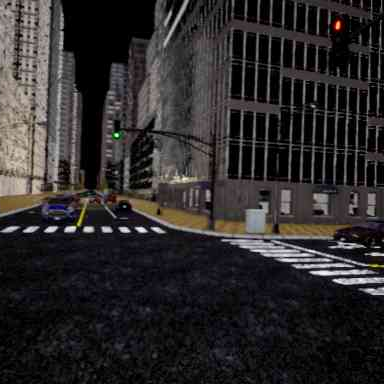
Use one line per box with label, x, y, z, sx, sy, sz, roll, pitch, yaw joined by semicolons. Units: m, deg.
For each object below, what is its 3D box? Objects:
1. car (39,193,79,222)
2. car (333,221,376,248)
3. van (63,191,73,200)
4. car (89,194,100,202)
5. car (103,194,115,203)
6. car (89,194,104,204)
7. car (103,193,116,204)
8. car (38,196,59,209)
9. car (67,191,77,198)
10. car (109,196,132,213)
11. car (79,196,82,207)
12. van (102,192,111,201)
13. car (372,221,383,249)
car;-9.625;1.149;24.283;2.097;1.767;4.553;2;0;-18
car;10.874;2.384;19.274;5.357;1.411;2.033;3;-1;-19
van;-26.314;0.753;70.513;1.690;1.788;3.998;2;0;-17
car;-19.121;1.159;65.151;1.837;1.490;4.892;2;0;-17
car;-15.563;1.215;62.233;1.967;1.590;4.097;2;0;-17
car;-16.086;1.323;55.446;1.895;1.301;4.718;2;0;-17
car;-13.948;1.124;56.946;2.192;1.841;5.009;2;0;-17
car;-16.658;1.196;38.785;1.802;1.307;4.206;2;0;-17
car;-31.145;0.624;86.375;2.192;1.841;5.009;2;0;-17
car;-7.468;1.507;35.809;1.947;1.339;4.313;2;0;-17
car;-12.623;1.216;34.009;1.882;1.535;5.008;2;0;-17
van;-18.781;1.047;72.809;1.690;1.788;3.998;2;0;-17
car;11.813;2.402;16.159;5.357;1.411;2.033;3;-1;-19
